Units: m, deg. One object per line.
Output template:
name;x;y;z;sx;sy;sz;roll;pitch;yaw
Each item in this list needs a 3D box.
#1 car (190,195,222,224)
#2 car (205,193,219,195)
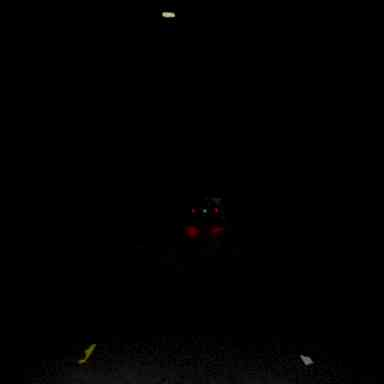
car;1.011;1.314;24.650;2.097;1.767;4.553;0;0;4
car;2.621;1.125;42.626;2.150;2.045;5.566;0;0;6
